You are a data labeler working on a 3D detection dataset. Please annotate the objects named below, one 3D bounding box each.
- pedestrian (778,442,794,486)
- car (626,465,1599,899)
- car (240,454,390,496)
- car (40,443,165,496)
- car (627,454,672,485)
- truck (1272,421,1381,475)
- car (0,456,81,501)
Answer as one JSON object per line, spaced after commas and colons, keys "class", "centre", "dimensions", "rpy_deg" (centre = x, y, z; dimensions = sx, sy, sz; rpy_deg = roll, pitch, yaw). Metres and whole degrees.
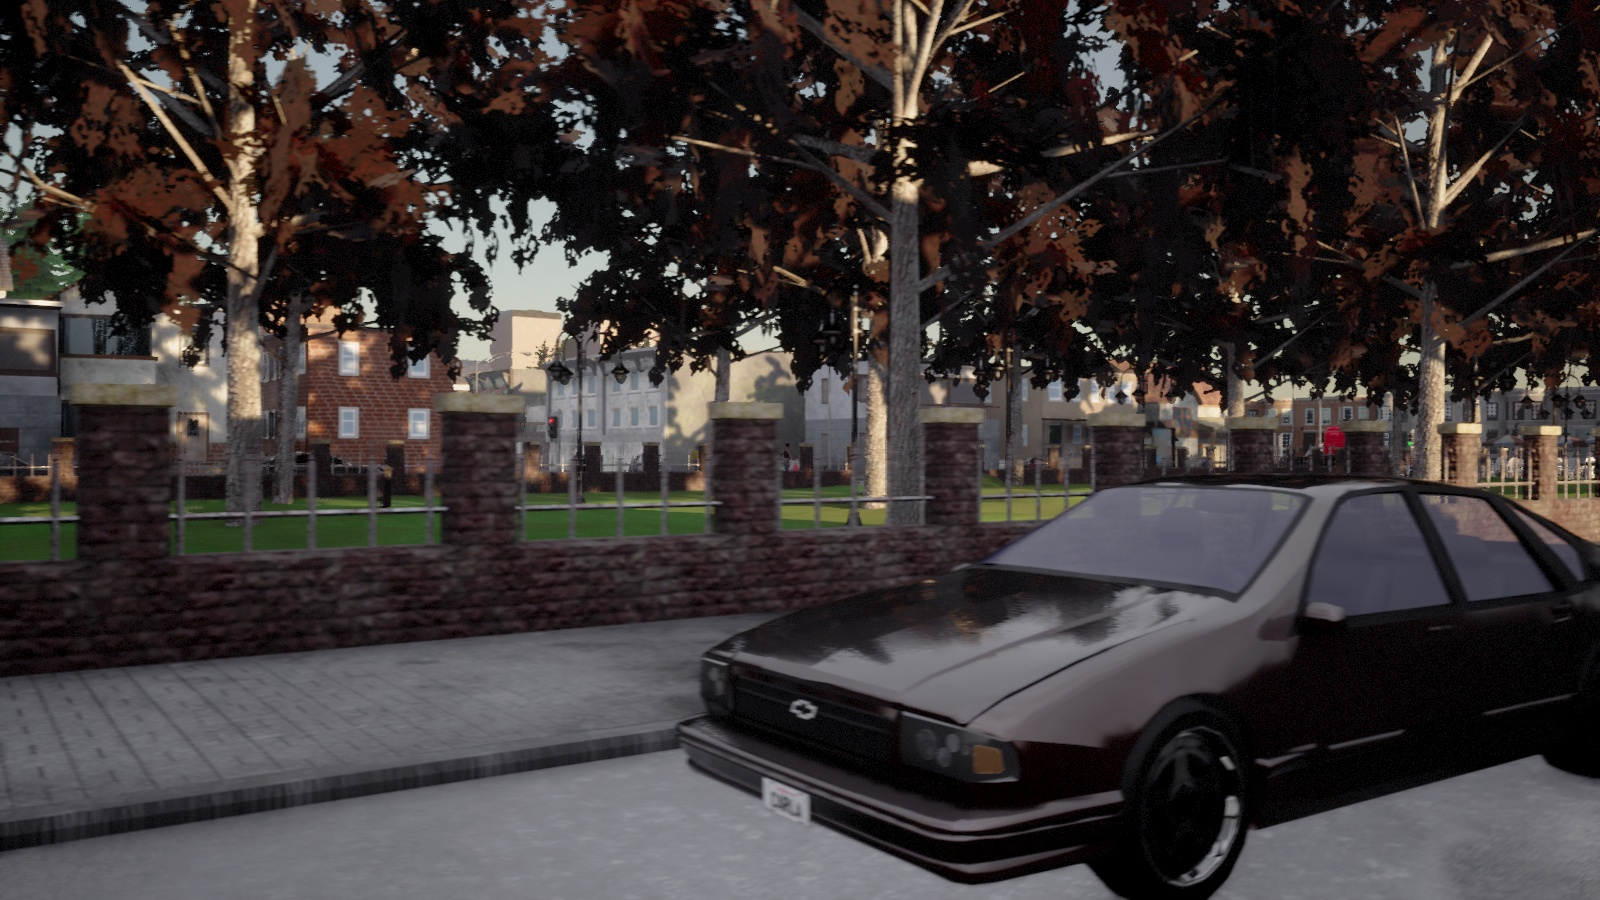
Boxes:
{"class": "pedestrian", "centre": [-0.583, 0.585, 52.538], "dimensions": [0.594, 1.836, 0.345], "rpy_deg": [0, 0, -35]}
{"class": "car", "centre": [2.089, 0.802, 5.717], "dimensions": [5.357, 1.411, 2.033], "rpy_deg": [0, 0, -34]}
{"class": "car", "centre": [-18.036, 0.903, 46.815], "dimensions": [4.892, 1.490, 1.837], "rpy_deg": [0, 0, -37]}
{"class": "car", "centre": [-25.771, 0.709, 46.403], "dimensions": [3.866, 1.878, 1.905], "rpy_deg": [0, 0, -35]}
{"class": "car", "centre": [-7.466, 0.938, 62.004], "dimensions": [1.812, 1.442, 4.674], "rpy_deg": [0, 0, -12]}
{"class": "truck", "centre": [35.308, -0.106, 84.068], "dimensions": [7.936, 3.462, 2.891], "rpy_deg": [0, 0, -35]}
{"class": "car", "centre": [-26.301, 0.927, 41.021], "dimensions": [4.674, 1.442, 1.812], "rpy_deg": [0, 0, -38]}
